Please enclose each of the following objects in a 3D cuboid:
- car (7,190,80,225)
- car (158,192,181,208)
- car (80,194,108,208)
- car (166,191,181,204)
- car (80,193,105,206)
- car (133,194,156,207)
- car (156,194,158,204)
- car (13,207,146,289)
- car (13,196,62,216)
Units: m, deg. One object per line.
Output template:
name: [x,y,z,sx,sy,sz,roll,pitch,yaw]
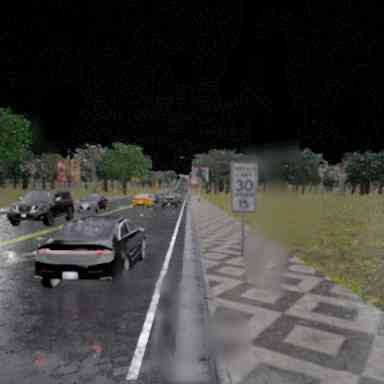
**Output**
car: [-9.103,0.882,20.665,2.150,2.045,5.566,1,1,-1]
car: [-2.658,1.089,40.802,1.837,1.490,4.892,1,1,0]
car: [-9.203,1.053,31.046,2.128,1.511,4.902,1,1,0]
car: [-2.801,0.833,51.486,2.097,1.767,4.553,1,1,0]
car: [-12.502,0.926,42.072,1.812,1.442,4.674,1,0,0]
car: [-5.909,1.008,40.417,1.882,1.535,5.008,1,1,0]
car: [-6.067,0.979,50.688,2.033,1.411,5.357,1,1,0]
car: [-2.382,1.379,8.860,2.128,1.511,4.902,1,1,-1]
car: [-12.418,1.068,27.093,1.812,1.442,4.674,1,0,-1]
